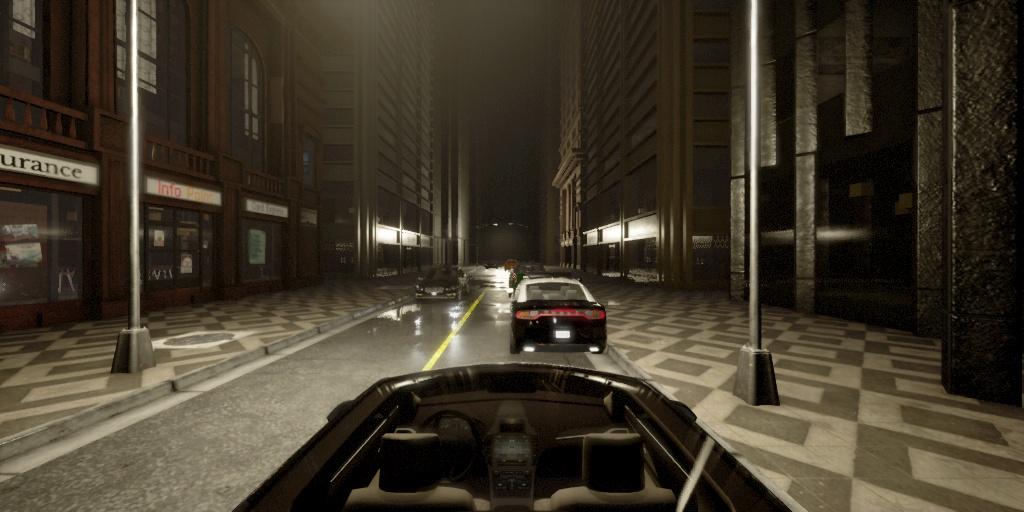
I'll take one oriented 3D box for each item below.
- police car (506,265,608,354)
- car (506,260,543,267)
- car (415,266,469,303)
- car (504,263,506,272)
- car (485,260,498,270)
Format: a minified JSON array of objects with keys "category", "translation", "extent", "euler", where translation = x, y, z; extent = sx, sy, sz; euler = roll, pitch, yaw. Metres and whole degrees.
[{"category":"police car","translation":[0.889,1.178,8.891],"extent":[1.930,1.638,5.238],"euler":[0,0,0]},{"category":"car","translation":[0.872,1.111,18.752],"extent":[2.097,1.767,4.553],"euler":[0,0,0]},{"category":"car","translation":[-3.125,1.262,16.780],"extent":[1.837,1.490,4.892],"euler":[0,0,0]},{"category":"car","translation":[-0.035,1.281,48.219],"extent":[1.882,1.535,5.008],"euler":[0,0,0]},{"category":"car","translation":[-3.088,1.297,54.863],"extent":[1.882,1.535,5.008],"euler":[0,0,0]}]
